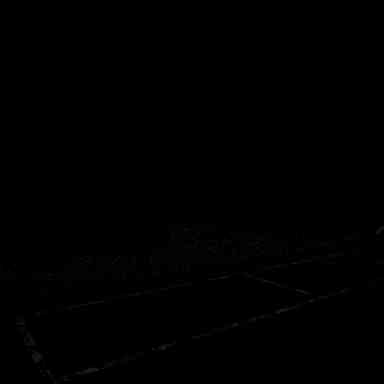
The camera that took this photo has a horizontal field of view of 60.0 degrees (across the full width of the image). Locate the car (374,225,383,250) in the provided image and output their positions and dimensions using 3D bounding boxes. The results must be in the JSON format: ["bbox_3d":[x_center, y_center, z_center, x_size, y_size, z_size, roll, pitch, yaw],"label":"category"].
[{"bbox_3d":[8.861,1.438,12.956,4.097,1.590,1.967,0,-1,-35],"label":"car"}]
